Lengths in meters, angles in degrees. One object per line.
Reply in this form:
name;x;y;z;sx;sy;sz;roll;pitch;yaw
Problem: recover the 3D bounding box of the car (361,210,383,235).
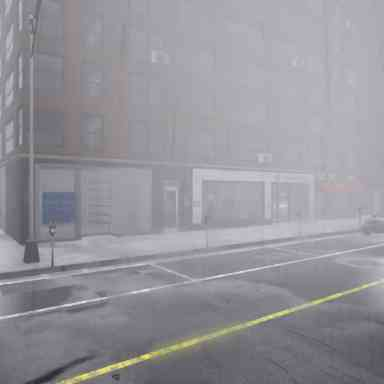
car;10.616;1.582;17.470;4.206;1.307;1.802;0;0;-35
